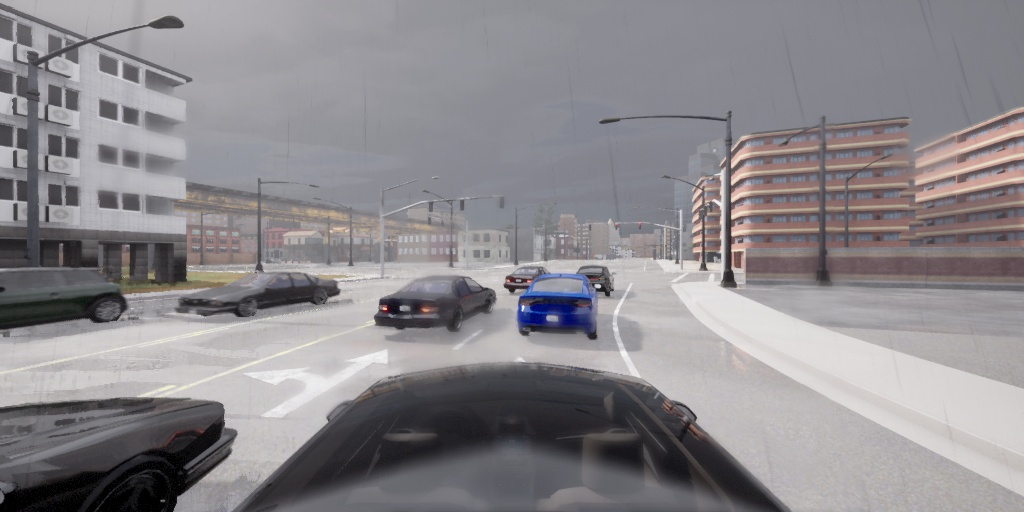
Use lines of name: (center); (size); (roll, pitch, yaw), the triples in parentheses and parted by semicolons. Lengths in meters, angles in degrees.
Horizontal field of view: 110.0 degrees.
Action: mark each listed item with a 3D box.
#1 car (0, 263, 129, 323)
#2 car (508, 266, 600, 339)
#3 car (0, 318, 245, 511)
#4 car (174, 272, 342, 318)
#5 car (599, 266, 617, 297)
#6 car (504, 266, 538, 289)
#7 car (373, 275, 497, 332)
car: (-13.209, 1.102, 9.186); (2.097, 1.767, 4.553); (0, 0, 10)
car: (1.485, 1.228, 10.288); (1.882, 1.535, 5.008); (0, 0, 14)
car: (-3.269, 1.297, 0.602); (2.033, 1.411, 5.357); (0, 0, -1)
car: (-8.867, 1.297, 13.309); (2.033, 1.411, 5.357); (0, 0, 16)
car: (4.416, 1.255, 19.210); (1.837, 1.490, 4.892); (0, 0, 19)
car: (1.189, 1.297, 20.539); (2.033, 1.411, 5.357); (0, 0, 20)
car: (-1.977, 1.297, 10.976); (2.033, 1.411, 5.357); (0, 0, 13)
